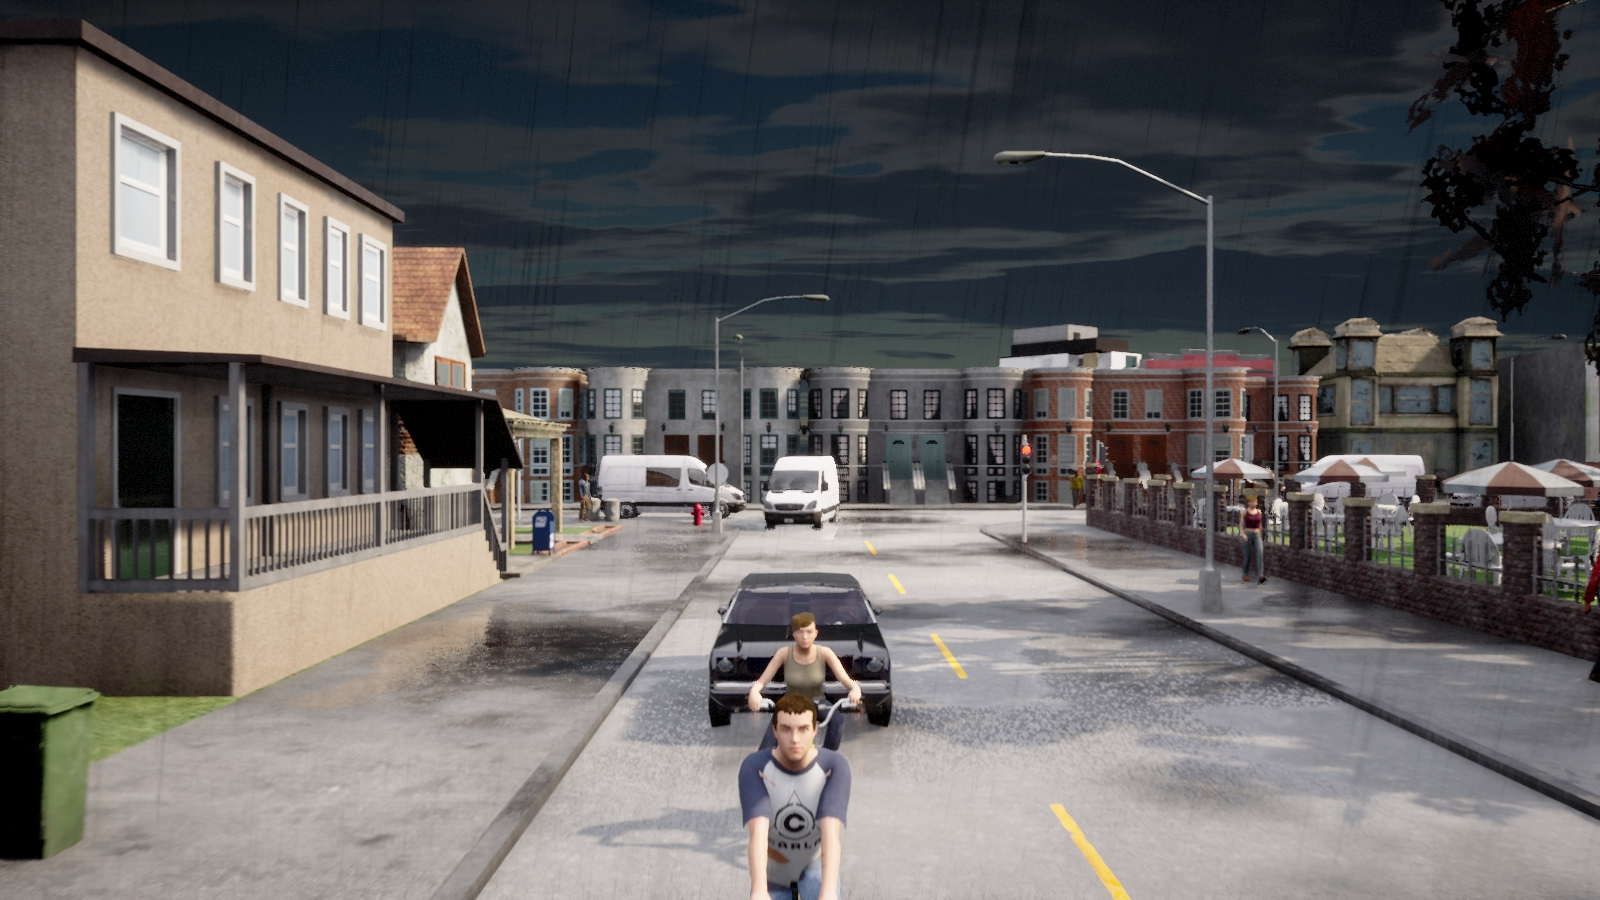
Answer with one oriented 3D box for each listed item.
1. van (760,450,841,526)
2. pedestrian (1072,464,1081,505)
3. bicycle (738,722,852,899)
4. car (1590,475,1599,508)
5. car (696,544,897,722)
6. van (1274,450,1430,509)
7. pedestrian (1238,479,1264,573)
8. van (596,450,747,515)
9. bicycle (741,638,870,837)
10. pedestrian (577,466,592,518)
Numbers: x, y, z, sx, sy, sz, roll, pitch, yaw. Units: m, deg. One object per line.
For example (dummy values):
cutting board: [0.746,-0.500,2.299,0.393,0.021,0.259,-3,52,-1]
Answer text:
van: [0.109,1.286,41.360,1.988,2.561,5.915,0,0,9]
pedestrian: [12.619,1.593,52.218,0.375,1.860,0.375,0,0,16]
bicycle: [-0.020,1.932,4.556,0.373,1.296,1.643,0,0,0]
car: [38.183,1.852,50.312,5.357,1.411,2.033,0,0,1]
car: [-0.034,1.925,13.165,1.895,1.301,4.718,0,0,0]
van: [24.230,1.281,50.297,5.915,2.561,1.988,0,0,0]
pedestrian: [9.039,1.508,22.909,0.375,1.860,0.375,0,0,2]
van: [-5.132,1.283,46.282,5.915,2.561,1.988,0,0,0]
bicycle: [0.035,2.029,8.325,0.859,1.080,1.487,0,0,0]
pedestrian: [-7.773,1.499,41.268,0.375,1.860,0.375,0,0,33]
